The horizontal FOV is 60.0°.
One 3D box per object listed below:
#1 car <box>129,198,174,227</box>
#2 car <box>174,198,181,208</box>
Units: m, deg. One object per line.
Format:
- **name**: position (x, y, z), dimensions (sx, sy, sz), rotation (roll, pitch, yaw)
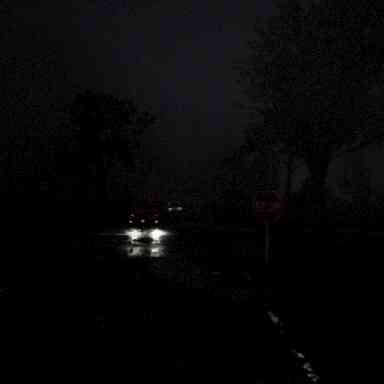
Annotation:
- **car**: position (-3.110, 1.550, 25.545), dimensions (2.150, 2.045, 5.566), rotation (0, 2, 6)
- **car**: position (-2.998, 1.803, 58.385), dimensions (2.097, 1.767, 4.553), rotation (0, 0, 0)
